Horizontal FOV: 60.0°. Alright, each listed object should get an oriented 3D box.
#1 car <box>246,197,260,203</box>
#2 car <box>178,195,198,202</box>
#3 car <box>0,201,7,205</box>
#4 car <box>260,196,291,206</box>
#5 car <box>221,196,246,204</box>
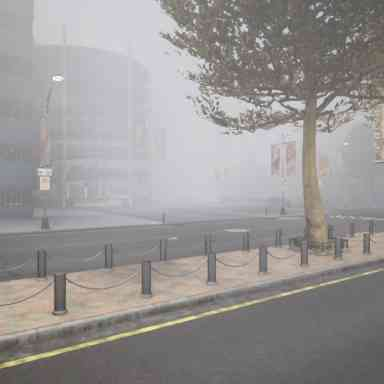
[{"bbox_3d":[12.236,1.601,66.191,1.895,1.301,4.718,0,0,-34],"label":"car"},{"bbox_3d":[-0.877,1.525,75.718,4.902,1.511,2.128,0,0,39],"label":"car"},{"bbox_3d":[-20.489,1.320,32.171,4.674,1.452,2.002,0,0,-34],"label":"car"},{"bbox_3d":[14.448,1.478,56.264,1.882,1.535,5.008,0,0,-34],"label":"car"},{"bbox_3d":[7.859,1.478,66.146,1.882,1.535,5.008,0,0,-34],"label":"car"}]
